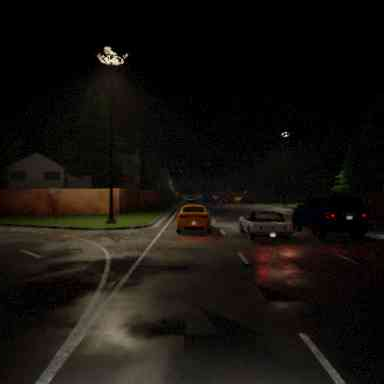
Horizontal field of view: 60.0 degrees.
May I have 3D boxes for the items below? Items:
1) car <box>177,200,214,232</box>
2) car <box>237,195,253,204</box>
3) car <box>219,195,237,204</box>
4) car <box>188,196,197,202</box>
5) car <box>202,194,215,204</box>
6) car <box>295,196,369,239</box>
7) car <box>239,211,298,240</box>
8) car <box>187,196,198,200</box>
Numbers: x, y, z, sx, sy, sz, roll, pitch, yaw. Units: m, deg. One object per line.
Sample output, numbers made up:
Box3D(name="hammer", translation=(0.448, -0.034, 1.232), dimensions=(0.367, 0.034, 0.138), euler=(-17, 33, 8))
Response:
Box3D(name="car", translation=(0.104, 1.507, 20.168), dimensions=(1.882, 1.535, 5.008), euler=(0, 0, 0))
Box3D(name="car", translation=(10.512, 1.640, 64.682), dimensions=(2.033, 1.411, 5.357), euler=(0, 0, 0))
Box3D(name="car", translation=(7.012, 1.694, 65.130), dimensions=(1.895, 1.301, 4.718), euler=(0, 0, 0))
Box3D(name="car", translation=(0.014, 1.508, 75.104), dimensions=(1.994, 1.385, 4.181), euler=(0, 0, 0))
Box3D(name="car", translation=(3.512, 1.641, 65.484), dimensions=(2.033, 1.411, 5.357), euler=(0, 0, 0))
Box3D(name="car", translation=(7.103, 1.247, 17.666), dimensions=(2.150, 2.045, 5.566), euler=(0, 0, 0))
Box3D(name="car", translation=(3.603, 1.625, 17.020), dimensions=(1.895, 1.301, 4.718), euler=(0, 0, 0))
Box3D(name="car", translation=(0.012, 1.584, 64.683), dimensions=(2.128, 1.511, 4.902), euler=(0, 0, 0))
